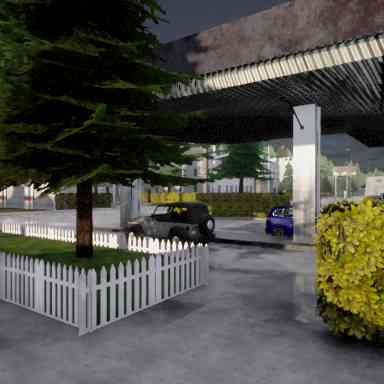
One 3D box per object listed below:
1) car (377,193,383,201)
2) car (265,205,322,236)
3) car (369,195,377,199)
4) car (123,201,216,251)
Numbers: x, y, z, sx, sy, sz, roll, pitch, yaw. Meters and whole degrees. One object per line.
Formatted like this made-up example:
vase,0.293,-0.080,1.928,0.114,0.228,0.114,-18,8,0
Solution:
car,25.851,1.077,43.467,1.905,1.878,3.866,0,0,35
car,5.890,1.480,15.937,4.611,1.667,2.242,0,0,35
car,33.119,1.298,60.206,2.007,1.523,4.514,0,0,35
car,-0.912,1.313,13.790,3.866,1.878,1.905,0,0,35
